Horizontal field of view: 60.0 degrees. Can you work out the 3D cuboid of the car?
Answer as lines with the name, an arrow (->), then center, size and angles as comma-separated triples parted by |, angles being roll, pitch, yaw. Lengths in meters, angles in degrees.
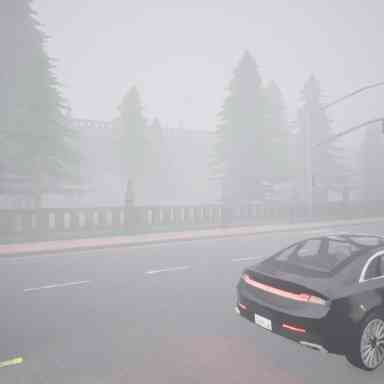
car -> 2.990, 1.492, 5.651 | 4.902, 1.511, 2.128 | 0, 0, -32
